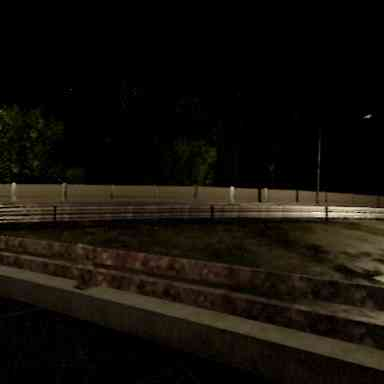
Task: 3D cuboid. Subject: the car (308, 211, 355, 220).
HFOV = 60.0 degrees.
[{"bbox_3d":[14.372,2.135,34.515,4.718,1.301,1.895,2,-1,-19],"label":"car"}]
